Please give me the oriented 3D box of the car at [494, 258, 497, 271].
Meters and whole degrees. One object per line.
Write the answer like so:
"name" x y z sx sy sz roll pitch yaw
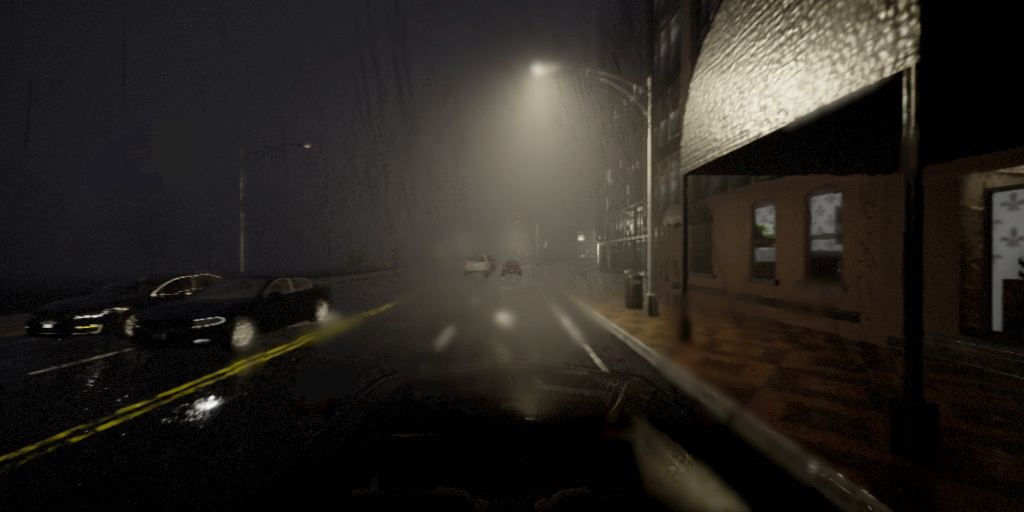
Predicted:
"car" -3.240 0.893 46.754 2.150 2.045 5.566 0 0 0

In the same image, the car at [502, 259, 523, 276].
"car" 0.000 1.215 35.392 1.812 1.442 4.674 0 0 0

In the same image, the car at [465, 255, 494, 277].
"car" -3.250 0.912 34.963 2.150 2.045 5.566 0 0 0

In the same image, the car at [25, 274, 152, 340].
"car" -9.785 1.242 10.002 1.837 1.490 4.892 0 0 1

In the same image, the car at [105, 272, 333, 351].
"car" -6.542 1.215 9.145 1.882 1.535 5.008 0 0 1
